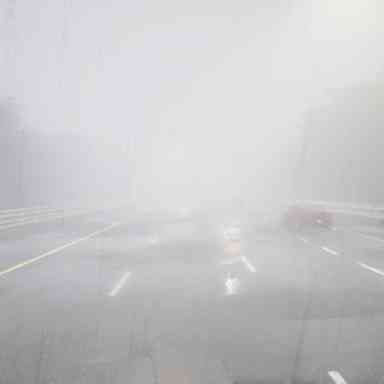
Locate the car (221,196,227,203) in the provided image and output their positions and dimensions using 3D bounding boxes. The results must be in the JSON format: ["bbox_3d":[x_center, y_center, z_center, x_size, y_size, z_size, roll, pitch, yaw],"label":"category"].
[{"bbox_3d":[7.083,1.499,69.076,1.812,1.442,4.674,0,0,2],"label":"car"}]

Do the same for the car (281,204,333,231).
[{"bbox_3d":[7.008,1.489,20.771,1.882,1.535,5.008,0,0,0],"label":"car"}]

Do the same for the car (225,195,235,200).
[{"bbox_3d":[10.777,1.487,93.621,1.812,1.442,4.674,0,0,18],"label":"car"}]

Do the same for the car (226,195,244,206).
[{"bbox_3d":[7.021,1.514,53.372,1.812,1.442,4.674,0,0,0],"label":"car"}]
